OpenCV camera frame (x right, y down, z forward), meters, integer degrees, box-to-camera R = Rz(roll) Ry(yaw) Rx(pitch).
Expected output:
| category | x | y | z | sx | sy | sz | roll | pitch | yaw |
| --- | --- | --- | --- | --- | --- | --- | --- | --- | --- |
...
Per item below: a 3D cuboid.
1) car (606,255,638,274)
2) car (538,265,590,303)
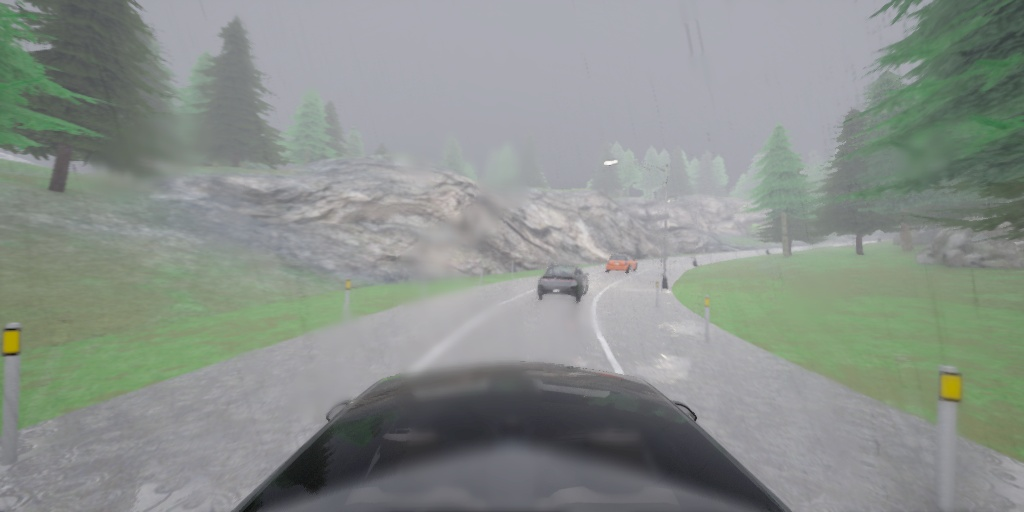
| category | x | y | z | sx | sy | sz | roll | pitch | yaw |
| --- | --- | --- | --- | --- | --- | --- | --- | --- | --- |
| car | 10.458 | 0.643 | 33.972 | 2.097 | 1.767 | 4.553 | 1 | 2 | 30 |
| car | 2.476 | 1.170 | 16.629 | 2.128 | 1.511 | 4.902 | 1 | 1 | 16 |
